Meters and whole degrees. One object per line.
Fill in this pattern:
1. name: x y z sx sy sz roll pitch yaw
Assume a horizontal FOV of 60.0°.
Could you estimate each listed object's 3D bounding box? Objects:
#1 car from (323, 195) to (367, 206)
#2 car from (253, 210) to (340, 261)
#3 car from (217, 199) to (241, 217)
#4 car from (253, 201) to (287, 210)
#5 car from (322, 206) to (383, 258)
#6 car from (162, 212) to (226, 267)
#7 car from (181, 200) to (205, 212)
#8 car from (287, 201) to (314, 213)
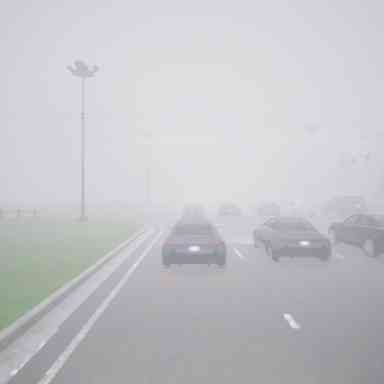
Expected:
1. car: 14.055 1.322 30.851 2.150 2.045 5.566 0 0 0
2. car: 3.569 1.605 12.539 1.994 1.385 4.181 0 0 0
3. car: 3.551 1.672 32.277 1.994 1.385 4.181 0 0 0
4. car: 7.052 1.597 31.769 2.128 1.511 4.902 0 0 0
5. car: 7.068 1.520 12.945 1.882 1.535 5.008 0 0 0
6. car: 0.068 1.604 11.565 1.994 1.385 4.181 0 0 0
7. car: 0.051 1.638 26.677 2.033 1.411 5.357 0 0 0
8. car: 10.542 1.634 32.800 1.812 1.442 4.674 0 0 0
